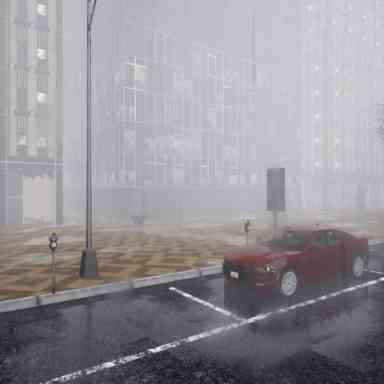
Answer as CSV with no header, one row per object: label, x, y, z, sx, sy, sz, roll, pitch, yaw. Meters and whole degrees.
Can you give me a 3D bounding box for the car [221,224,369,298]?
car,2.752,1.545,8.502,4.507,1.381,1.887,0,0,-35
